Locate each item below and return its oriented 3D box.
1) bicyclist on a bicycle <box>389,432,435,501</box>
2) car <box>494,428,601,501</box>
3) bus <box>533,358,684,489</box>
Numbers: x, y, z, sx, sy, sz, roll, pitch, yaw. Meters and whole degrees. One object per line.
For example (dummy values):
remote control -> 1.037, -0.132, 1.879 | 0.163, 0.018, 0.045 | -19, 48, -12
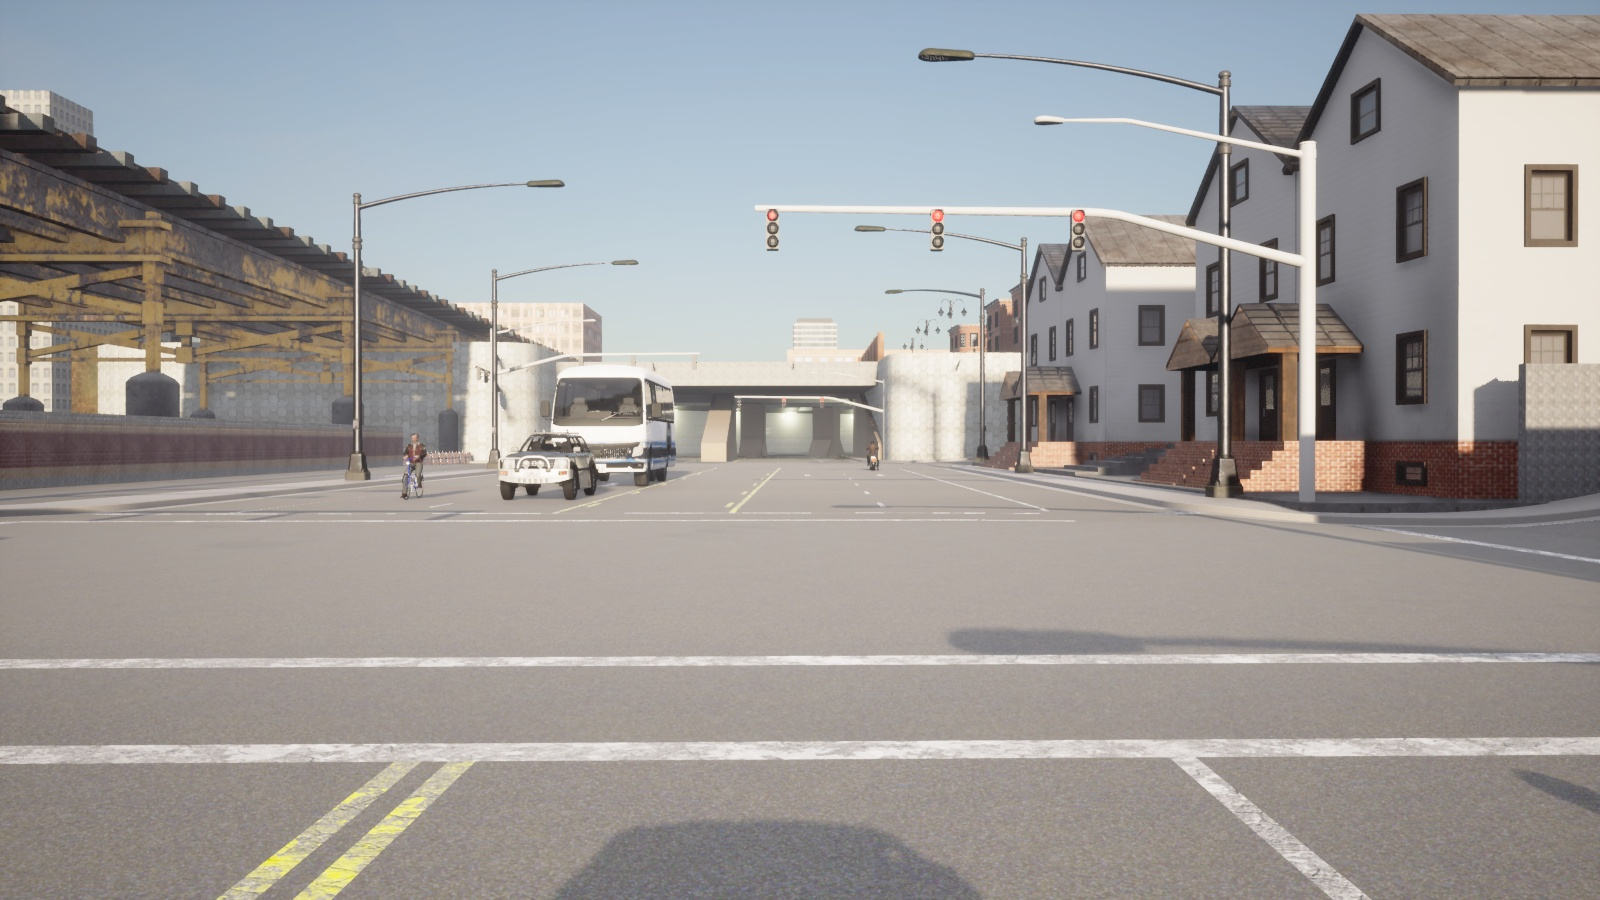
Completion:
bicyclist on a bicycle -> -10.293, 0.420, 33.368 | 0.659, 1.776, 1.843 | 0, 0, 0
car -> -6.784, 0.365, 34.192 | 1.932, 1.855, 4.605 | 0, 0, 1
bus -> -6.718, -0.896, 46.125 | 3.944, 4.253, 10.273 | 0, 0, 0
